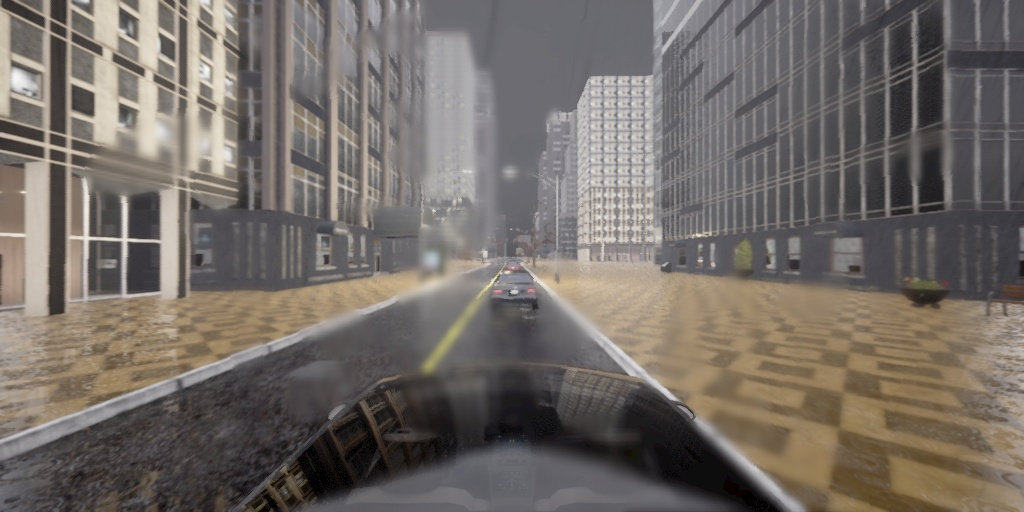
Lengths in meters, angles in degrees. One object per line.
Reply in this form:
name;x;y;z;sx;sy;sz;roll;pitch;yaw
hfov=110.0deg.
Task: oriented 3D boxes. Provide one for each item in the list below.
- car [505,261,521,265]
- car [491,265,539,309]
car;0.110;1.276;42.476;1.994;1.385;4.181;0;0;0
car;0.105;1.286;14.800;2.033;1.411;5.357;0;0;0
